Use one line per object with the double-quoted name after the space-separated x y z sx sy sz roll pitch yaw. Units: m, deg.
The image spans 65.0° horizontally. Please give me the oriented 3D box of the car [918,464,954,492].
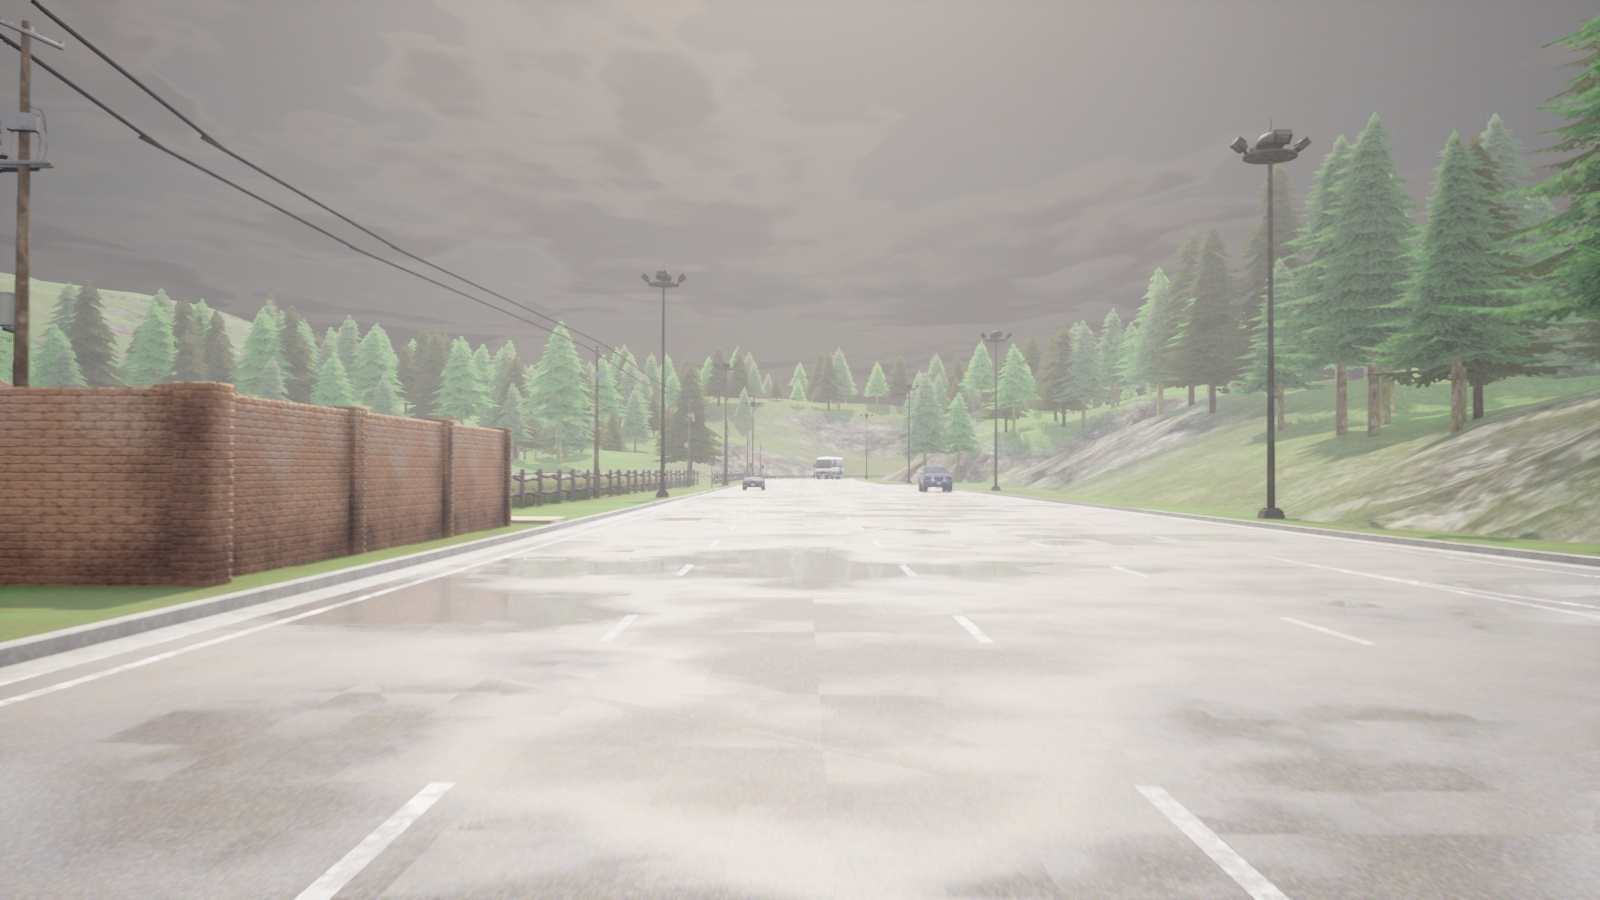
10.321 2.089 95.591 2.150 2.045 5.566 0 -1 0 "car"
